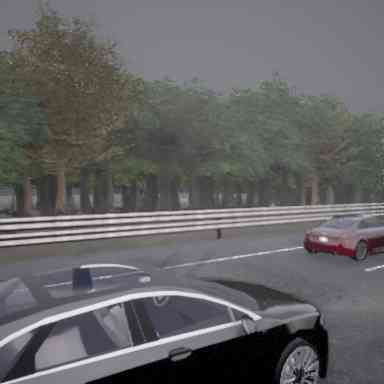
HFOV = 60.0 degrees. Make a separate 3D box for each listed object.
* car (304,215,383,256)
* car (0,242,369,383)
[{"bbox_3d":[5.982,1.516,12.021,4.181,1.385,1.994,0,0,-34],"label":"car"},{"bbox_3d":[-0.627,1.484,3.252,4.902,1.511,2.128,0,0,-35],"label":"car"}]
